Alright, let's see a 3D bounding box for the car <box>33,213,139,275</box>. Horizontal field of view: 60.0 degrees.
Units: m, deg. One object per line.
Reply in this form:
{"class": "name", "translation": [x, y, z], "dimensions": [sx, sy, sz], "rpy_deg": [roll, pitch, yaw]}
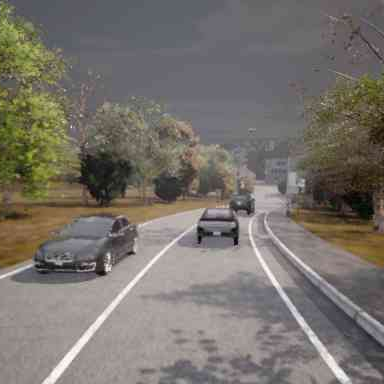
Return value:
{"class": "car", "translation": [-2.997, 1.471, 10.446], "dimensions": [1.837, 1.490, 4.892], "rpy_deg": [0, 0, 5]}

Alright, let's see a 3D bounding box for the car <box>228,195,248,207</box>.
{"class": "car", "translation": [7.237, 1.350, 52.366], "dimensions": [2.097, 1.767, 4.553], "rpy_deg": [2, 0, 21]}

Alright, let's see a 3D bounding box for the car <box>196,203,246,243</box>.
{"class": "car", "translation": [1.338, 1.494, 16.086], "dimensions": [2.128, 1.511, 4.902], "rpy_deg": [1, 0, 7]}

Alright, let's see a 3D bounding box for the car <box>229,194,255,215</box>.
{"class": "car", "translation": [5.426, 1.263, 35.584], "dimensions": [2.150, 2.045, 5.566], "rpy_deg": [1, 0, 16]}
